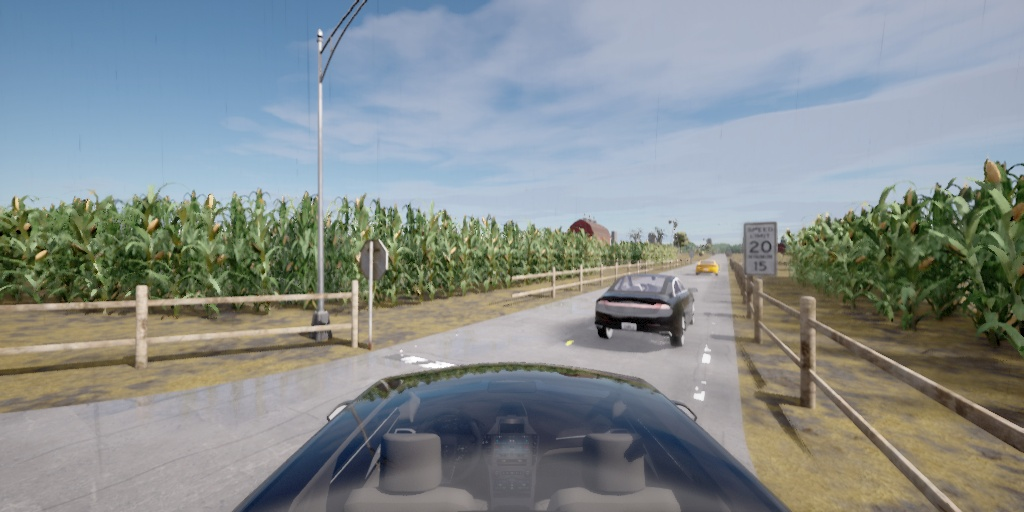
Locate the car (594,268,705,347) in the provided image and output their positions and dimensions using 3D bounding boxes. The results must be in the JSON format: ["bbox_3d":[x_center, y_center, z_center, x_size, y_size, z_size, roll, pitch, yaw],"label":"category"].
[{"bbox_3d":[3.638,1.222,9.410,2.128,1.511,4.902,0,0,31],"label":"car"}]

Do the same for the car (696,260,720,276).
[{"bbox_3d":[19.731,1.141,36.181,1.882,1.535,5.008,0,0,31],"label":"car"}]
